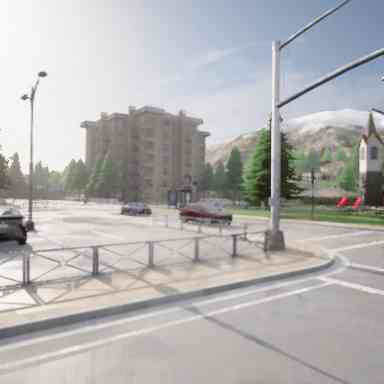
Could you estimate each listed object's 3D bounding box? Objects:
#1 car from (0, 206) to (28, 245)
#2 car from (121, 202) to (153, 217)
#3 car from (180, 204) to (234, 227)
[{"bbox_3d":[-8.211,1.356,13.994,2.007,1.523,4.514,1,-1,-36],"label":"car"},{"bbox_3d":[-5.762,1.760,34.448,1.994,1.385,4.181,1,-1,-36],"label":"car"},{"bbox_3d":[1.030,1.676,25.223,1.882,1.535,5.008,1,-1,-36],"label":"car"}]
